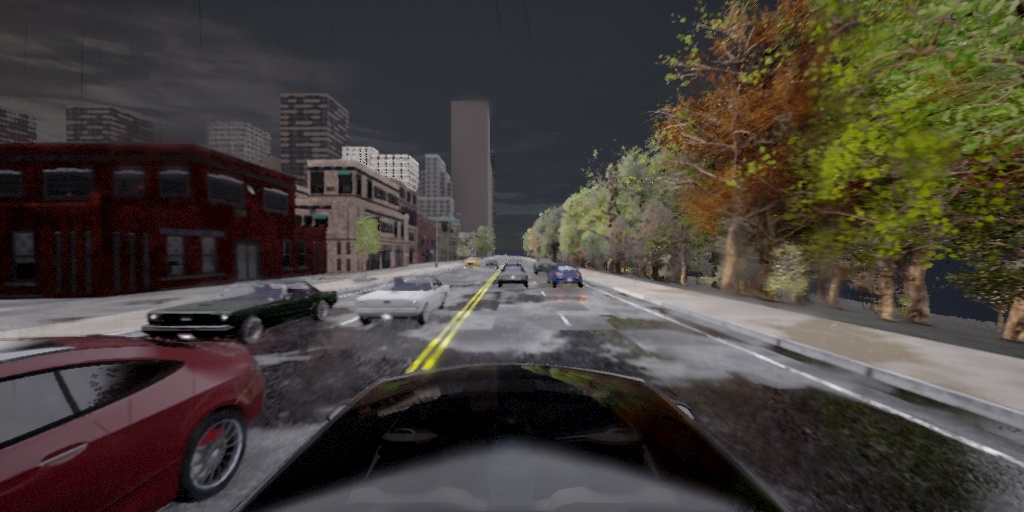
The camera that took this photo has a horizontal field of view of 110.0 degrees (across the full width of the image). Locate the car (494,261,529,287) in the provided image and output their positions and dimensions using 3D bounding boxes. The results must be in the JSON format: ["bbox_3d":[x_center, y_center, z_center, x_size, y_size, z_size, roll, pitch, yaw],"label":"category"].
[{"bbox_3d":[0.087,1.230,23.708,1.994,1.385,4.181,0,0,1],"label":"car"}]

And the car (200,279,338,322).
[{"bbox_3d":[-6.594,1.322,9.464,1.895,1.301,4.718,0,0,0],"label":"car"}]

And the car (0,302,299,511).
[{"bbox_3d":[-3.352,1.276,1.721,1.812,1.442,4.674,0,0,0],"label":"car"}]

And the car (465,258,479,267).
[{"bbox_3d":[-6.530,1.008,58.660,1.882,1.535,5.008,0,0,0],"label":"car"}]

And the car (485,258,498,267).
[{"bbox_3d":[-3.282,1.094,58.597,1.994,1.385,4.181,0,0,1],"label":"car"}]

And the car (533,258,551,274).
[{"bbox_3d":[3.307,0.963,37.567,2.097,1.767,4.553,0,0,0],"label":"car"}]

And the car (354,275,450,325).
[{"bbox_3d":[-3.341,1.313,11.802,1.895,1.301,4.718,0,0,0],"label":"car"}]

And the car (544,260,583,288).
[{"bbox_3d":[3.348,1.195,23.159,1.812,1.442,4.674,0,0,0],"label":"car"}]
